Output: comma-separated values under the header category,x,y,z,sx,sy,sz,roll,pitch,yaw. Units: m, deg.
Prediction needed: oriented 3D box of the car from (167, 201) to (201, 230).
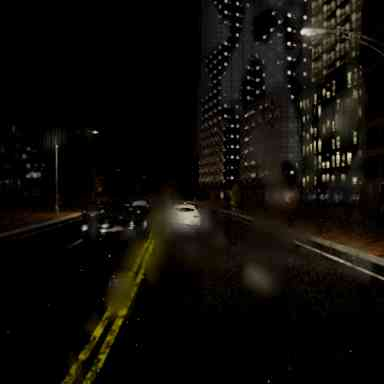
category,x,y,z,sx,sy,sz,roll,pitch,yaw
car,-0.491,1.517,20.877,1.812,1.442,4.674,0,0,-4

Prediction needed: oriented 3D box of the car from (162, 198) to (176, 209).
category,x,y,z,sx,sy,sz,roll,pitch,yaw
car,-2.963,1.511,44.665,2.033,1.411,5.357,0,0,-8

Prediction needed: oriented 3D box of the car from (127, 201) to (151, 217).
category,x,y,z,sx,sy,sz,roll,pitch,yaw
car,-4.817,1.532,30.758,1.994,1.385,4.181,0,0,-6

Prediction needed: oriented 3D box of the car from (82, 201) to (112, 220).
category,x,y,z,sx,sy,sz,roll,pitch,yaw
car,-7.792,1.483,27.740,1.812,1.442,4.674,0,0,-5
